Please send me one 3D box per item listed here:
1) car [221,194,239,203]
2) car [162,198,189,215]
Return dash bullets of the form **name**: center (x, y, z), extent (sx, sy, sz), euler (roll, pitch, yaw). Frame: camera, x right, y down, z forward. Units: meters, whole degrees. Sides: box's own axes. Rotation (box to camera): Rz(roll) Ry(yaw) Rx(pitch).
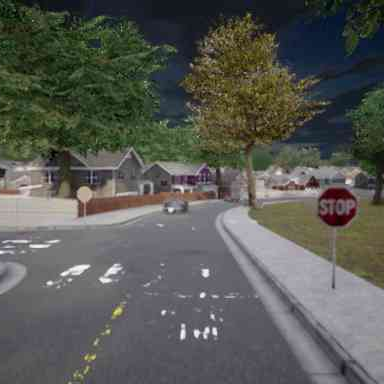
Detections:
- **car**: center (6.488, 1.134, 55.726), extent (1.837, 1.490, 4.892), euler (1, 1, 27)
- **car**: center (-1.479, 1.343, 31.694), extent (2.128, 1.511, 4.902), euler (0, 2, 9)
